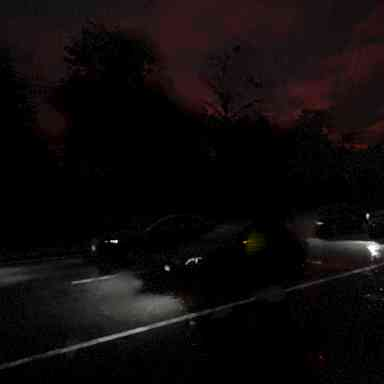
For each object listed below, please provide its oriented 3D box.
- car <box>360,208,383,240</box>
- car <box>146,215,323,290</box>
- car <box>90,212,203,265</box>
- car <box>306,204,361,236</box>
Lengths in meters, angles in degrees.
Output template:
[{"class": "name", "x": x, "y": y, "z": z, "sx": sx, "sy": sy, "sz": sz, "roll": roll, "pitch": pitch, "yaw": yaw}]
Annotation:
[{"class": "car", "x": 9.910, "y": 1.472, "z": 15.247, "sx": 4.181, "sy": 1.385, "sz": 1.994, "roll": -1, "pitch": 0, "yaw": -35}, {"class": "car", "x": 1.326, "y": 1.510, "z": 9.167, "sx": 4.674, "sy": 1.442, "sz": 1.812, "roll": 0, "pitch": 0, "yaw": -35}, {"class": "car", "x": -1.052, "y": 1.478, "z": 11.768, "sx": 4.902, "sy": 1.511, "sz": 2.128, "roll": 0, "pitch": 0, "yaw": -35}, {"class": "car", "x": 7.666, "y": 1.416, "z": 17.944, "sx": 4.892, "sy": 1.490, "sz": 1.837, "roll": -1, "pitch": 0, "yaw": -36}]
